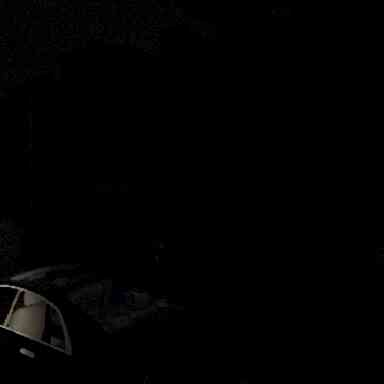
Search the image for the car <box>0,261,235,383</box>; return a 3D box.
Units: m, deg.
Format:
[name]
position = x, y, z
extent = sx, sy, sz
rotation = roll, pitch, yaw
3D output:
[car]
position = -1.634, 1.541, 3.953
extent = 4.403, 1.369, 2.008
rotation = 0, 1, 35
